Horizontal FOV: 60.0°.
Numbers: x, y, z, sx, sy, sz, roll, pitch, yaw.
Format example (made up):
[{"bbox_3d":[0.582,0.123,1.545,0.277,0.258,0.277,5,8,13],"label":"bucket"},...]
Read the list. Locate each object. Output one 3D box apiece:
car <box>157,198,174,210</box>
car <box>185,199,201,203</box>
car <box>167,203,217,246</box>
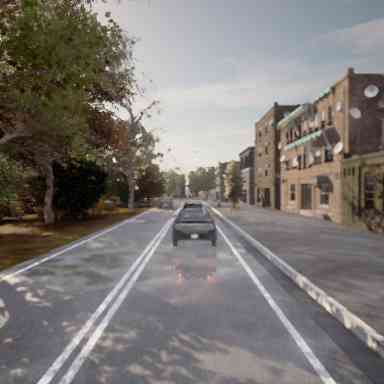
[{"bbox_3d":[-3.344,1.480,42.986,2.128,1.511,4.902,0,0,0],"label":"car"},{"bbox_3d":[0.101,1.466,33.246,1.882,1.535,5.008,0,0,0],"label":"car"},{"bbox_3d":[0.102,1.490,15.245,2.128,1.511,4.902,0,0,0],"label":"car"}]
